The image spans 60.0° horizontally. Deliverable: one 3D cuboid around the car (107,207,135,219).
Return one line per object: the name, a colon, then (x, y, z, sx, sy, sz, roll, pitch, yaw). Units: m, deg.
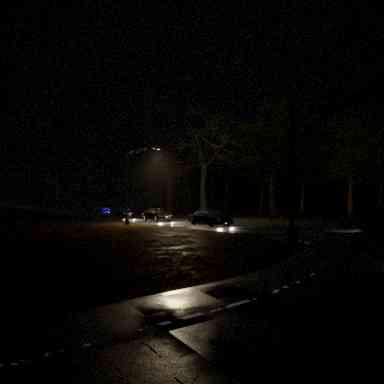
car: (-9.615, 2.896, 46.562, 2.128, 1.511, 4.902, 1, -2, -33)

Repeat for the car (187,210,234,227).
car: (1.478, 2.282, 29.669, 2.033, 1.411, 5.357, 0, -2, -30)

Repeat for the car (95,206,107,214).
car: (-17.635, 3.512, 65.336, 1.882, 1.535, 5.008, 1, -2, -33)

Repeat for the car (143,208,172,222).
car: (-4.029, 2.579, 38.028, 1.837, 1.490, 4.892, 1, -2, -33)

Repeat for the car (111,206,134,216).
car: (-11.919, 3.224, 56.618, 2.128, 1.511, 4.902, 1, -2, -33)

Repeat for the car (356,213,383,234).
car: (12.189, 1.846, 20.056, 1.994, 1.385, 4.181, 1, -2, -33)
